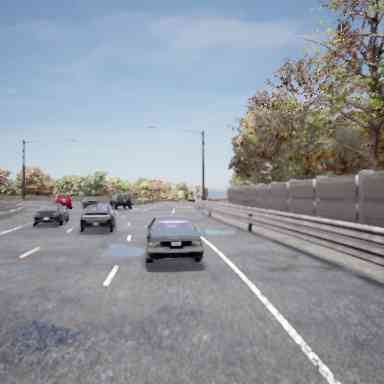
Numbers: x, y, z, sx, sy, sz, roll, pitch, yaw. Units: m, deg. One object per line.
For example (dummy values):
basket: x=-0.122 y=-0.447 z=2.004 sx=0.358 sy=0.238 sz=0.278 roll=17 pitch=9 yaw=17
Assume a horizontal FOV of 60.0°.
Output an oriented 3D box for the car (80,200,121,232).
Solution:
car: x=-5.628 y=1.512 z=20.306 sx=2.128 sy=1.511 sz=4.902 roll=0 pitch=0 yaw=-11

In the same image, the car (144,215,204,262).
car: x=-0.753 y=1.551 z=12.138 sx=2.033 sy=1.411 sz=5.357 roll=0 pitch=0 yaw=-7

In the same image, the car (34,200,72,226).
car: x=-9.960 y=1.561 z=23.776 sx=1.812 sy=1.442 sz=4.674 roll=0 pitch=0 yaw=-13

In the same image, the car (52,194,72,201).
car: x=-18.239 y=1.287 z=46.702 sx=2.150 sy=2.045 sz=5.566 roll=0 pitch=0 yaw=-26

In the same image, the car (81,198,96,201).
car: x=-14.406 y=1.557 z=46.720 sx=1.837 sy=1.490 sz=4.892 roll=0 pitch=0 yaw=-25

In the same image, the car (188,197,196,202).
car: x=0.091 y=2.248 z=95.060 sx=1.994 sy=1.385 sz=4.181 roll=0 pitch=-3 yaw=7

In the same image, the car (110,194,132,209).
car: x=-9.655 y=1.257 z=44.839 sx=2.150 sy=2.045 sz=5.566 roll=0 pitch=0 yaw=-24
